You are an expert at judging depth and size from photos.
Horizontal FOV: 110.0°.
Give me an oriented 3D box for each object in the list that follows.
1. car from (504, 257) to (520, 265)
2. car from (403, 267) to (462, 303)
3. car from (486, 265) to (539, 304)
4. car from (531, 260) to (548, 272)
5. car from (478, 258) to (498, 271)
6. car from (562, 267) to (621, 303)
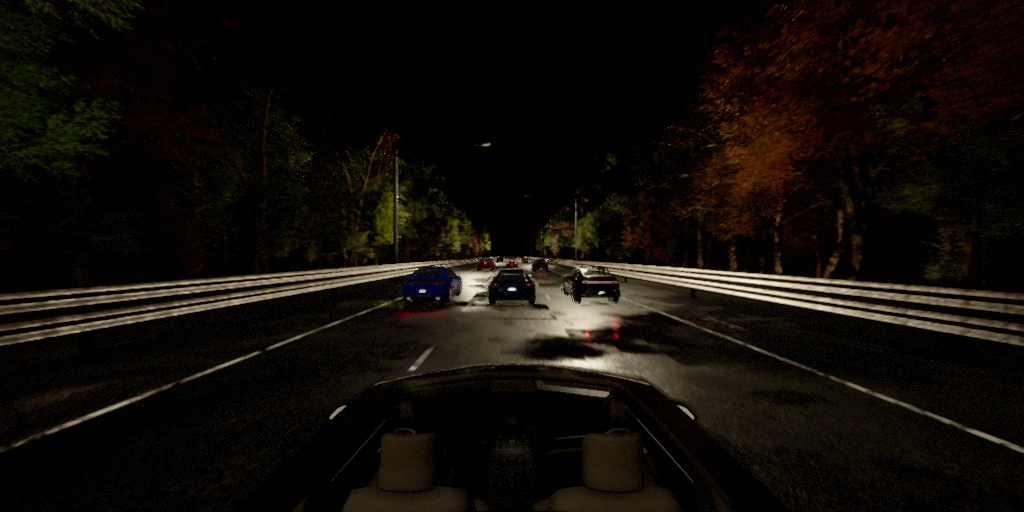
[{"bbox_3d":[0.001,1.305,61.555,1.895,1.301,4.718,0,0,0],"label":"car"},{"bbox_3d":[-3.500,1.223,16.508,1.882,1.535,5.008,0,0,0],"label":"car"},{"bbox_3d":[0.000,1.309,16.457,1.994,1.385,4.181,0,0,0],"label":"car"},{"bbox_3d":[3.501,1.230,45.554,1.837,1.490,4.892,0,0,0],"label":"car"},{"bbox_3d":[-3.500,1.071,49.459,2.097,1.767,4.553,0,0,0],"label":"car"},{"bbox_3d":[3.500,1.236,16.495,2.128,1.511,4.902,0,0,0],"label":"car"}]
